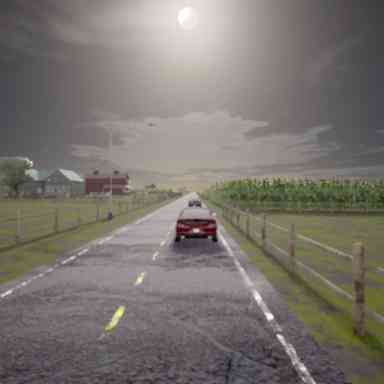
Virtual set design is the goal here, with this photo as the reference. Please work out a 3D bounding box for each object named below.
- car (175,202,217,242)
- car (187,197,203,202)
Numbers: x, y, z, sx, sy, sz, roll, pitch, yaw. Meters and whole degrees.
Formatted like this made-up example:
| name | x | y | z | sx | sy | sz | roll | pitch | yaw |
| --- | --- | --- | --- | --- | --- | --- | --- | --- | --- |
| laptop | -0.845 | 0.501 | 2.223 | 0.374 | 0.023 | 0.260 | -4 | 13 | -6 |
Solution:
| name | x | y | z | sx | sy | sz | roll | pitch | yaw |
| --- | --- | --- | --- | --- | --- | --- | --- | --- | --- |
| car | 0.200 | 1.480 | 16.531 | 1.882 | 1.535 | 5.008 | 0 | 0 | 0 |
| car | 0.391 | 1.494 | 45.059 | 1.837 | 1.490 | 4.892 | 0 | 1 | 0 |
